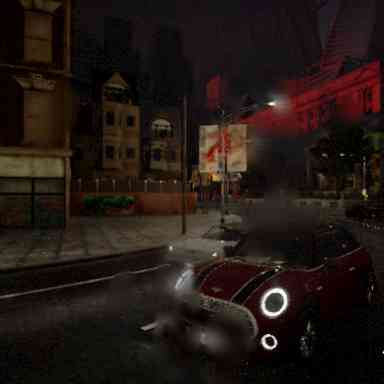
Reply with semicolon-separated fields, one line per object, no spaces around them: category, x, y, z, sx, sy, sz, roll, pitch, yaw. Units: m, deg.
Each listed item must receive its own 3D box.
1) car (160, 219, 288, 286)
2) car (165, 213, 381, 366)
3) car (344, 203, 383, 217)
car;1.288;1.712;10.706;1.895;1.301;4.718;0;-1;37
car;1.729;1.419;6.140;2.097;1.767;4.553;0;-1;42
car;15.811;1.872;30.950;1.812;1.442;4.674;0;-1;4
